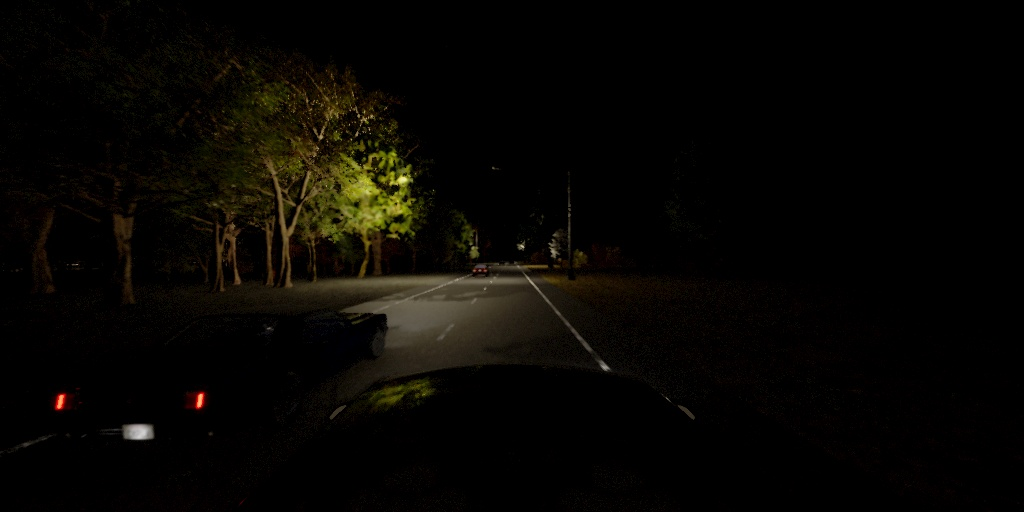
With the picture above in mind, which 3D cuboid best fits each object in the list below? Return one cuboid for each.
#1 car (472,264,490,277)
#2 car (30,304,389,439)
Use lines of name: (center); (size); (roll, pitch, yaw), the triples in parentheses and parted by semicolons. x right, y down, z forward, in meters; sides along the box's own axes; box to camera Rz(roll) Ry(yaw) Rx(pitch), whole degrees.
car: (-3.599, 1.687, 42.610); (2.033, 1.411, 5.357); (0, 0, 0)
car: (-3.562, 1.415, 5.645); (1.895, 1.301, 4.718); (0, -1, 0)
